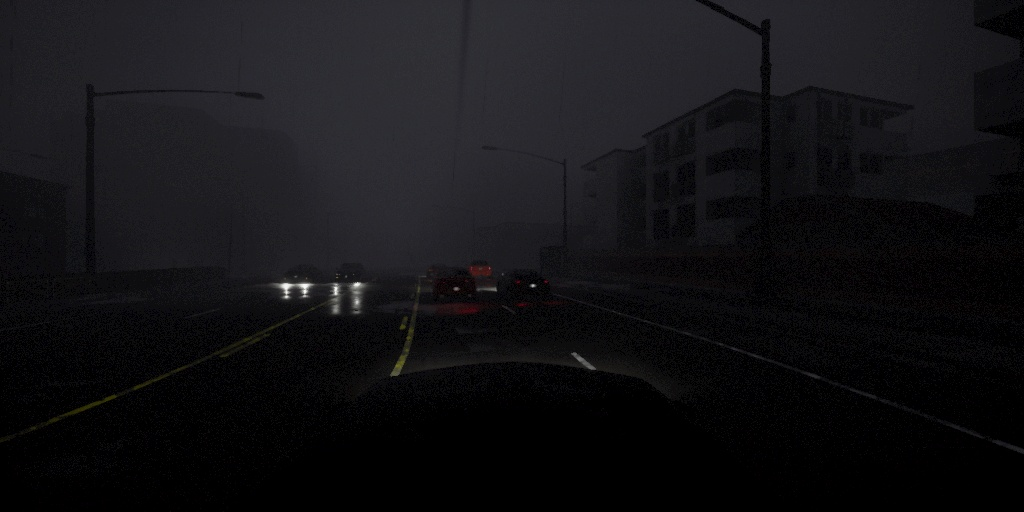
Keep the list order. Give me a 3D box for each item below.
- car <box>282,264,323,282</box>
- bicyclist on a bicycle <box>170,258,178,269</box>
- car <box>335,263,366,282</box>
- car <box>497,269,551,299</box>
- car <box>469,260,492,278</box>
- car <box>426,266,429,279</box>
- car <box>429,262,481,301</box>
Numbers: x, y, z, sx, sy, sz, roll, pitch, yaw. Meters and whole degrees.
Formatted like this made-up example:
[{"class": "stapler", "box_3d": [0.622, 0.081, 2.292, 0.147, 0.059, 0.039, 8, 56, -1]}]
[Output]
[{"class": "car", "box_3d": [-16.509, 1.348, 28.463, 1.994, 1.385, 4.181, 0, 0, -15]}, {"class": "bicyclist on a bicycle", "box_3d": [-42.597, 1.050, 45.193, 0.582, 1.620, 1.656, 0, 0, -16]}, {"class": "car", "box_3d": [-13.126, 1.309, 29.361, 1.837, 1.490, 4.892, 0, 0, -15]}, {"class": "car", "box_3d": [0.487, 1.321, 18.256, 1.994, 1.385, 4.181, 0, 0, -14]}, {"class": "car", "box_3d": [-3.223, 1.115, 32.977, 2.097, 1.767, 4.553, 0, 0, -15]}, {"class": "car", "box_3d": [-6.612, 1.321, 32.102, 1.994, 1.385, 4.181, 0, 0, -15]}, {"class": "car", "box_3d": [-2.915, 1.234, 17.434, 1.882, 1.535, 5.008, 0, 0, -14]}]
